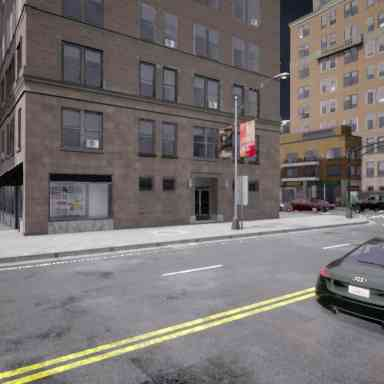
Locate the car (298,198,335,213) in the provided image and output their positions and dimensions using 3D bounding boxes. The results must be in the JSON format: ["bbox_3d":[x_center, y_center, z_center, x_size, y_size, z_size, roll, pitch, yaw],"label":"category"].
[{"bbox_3d":[12.698,1.468,36.773,1.882,1.535,5.008,0,0,-35],"label":"car"}]

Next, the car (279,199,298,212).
[{"bbox_3d":[9.238,1.420,37.291,1.967,1.590,4.097,0,0,-35],"label":"car"}]

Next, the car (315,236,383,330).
[{"bbox_3d":[4.311,1.564,6.493,4.181,1.385,1.994,0,0,-35],"label":"car"}]

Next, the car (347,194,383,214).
[{"bbox_3d":[18.528,1.223,33.040,5.566,2.045,2.150,0,1,44],"label":"car"}]

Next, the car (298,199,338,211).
[{"bbox_3d":[15.806,1.576,41.900,1.947,1.339,4.313,0,0,-35],"label":"car"}]
